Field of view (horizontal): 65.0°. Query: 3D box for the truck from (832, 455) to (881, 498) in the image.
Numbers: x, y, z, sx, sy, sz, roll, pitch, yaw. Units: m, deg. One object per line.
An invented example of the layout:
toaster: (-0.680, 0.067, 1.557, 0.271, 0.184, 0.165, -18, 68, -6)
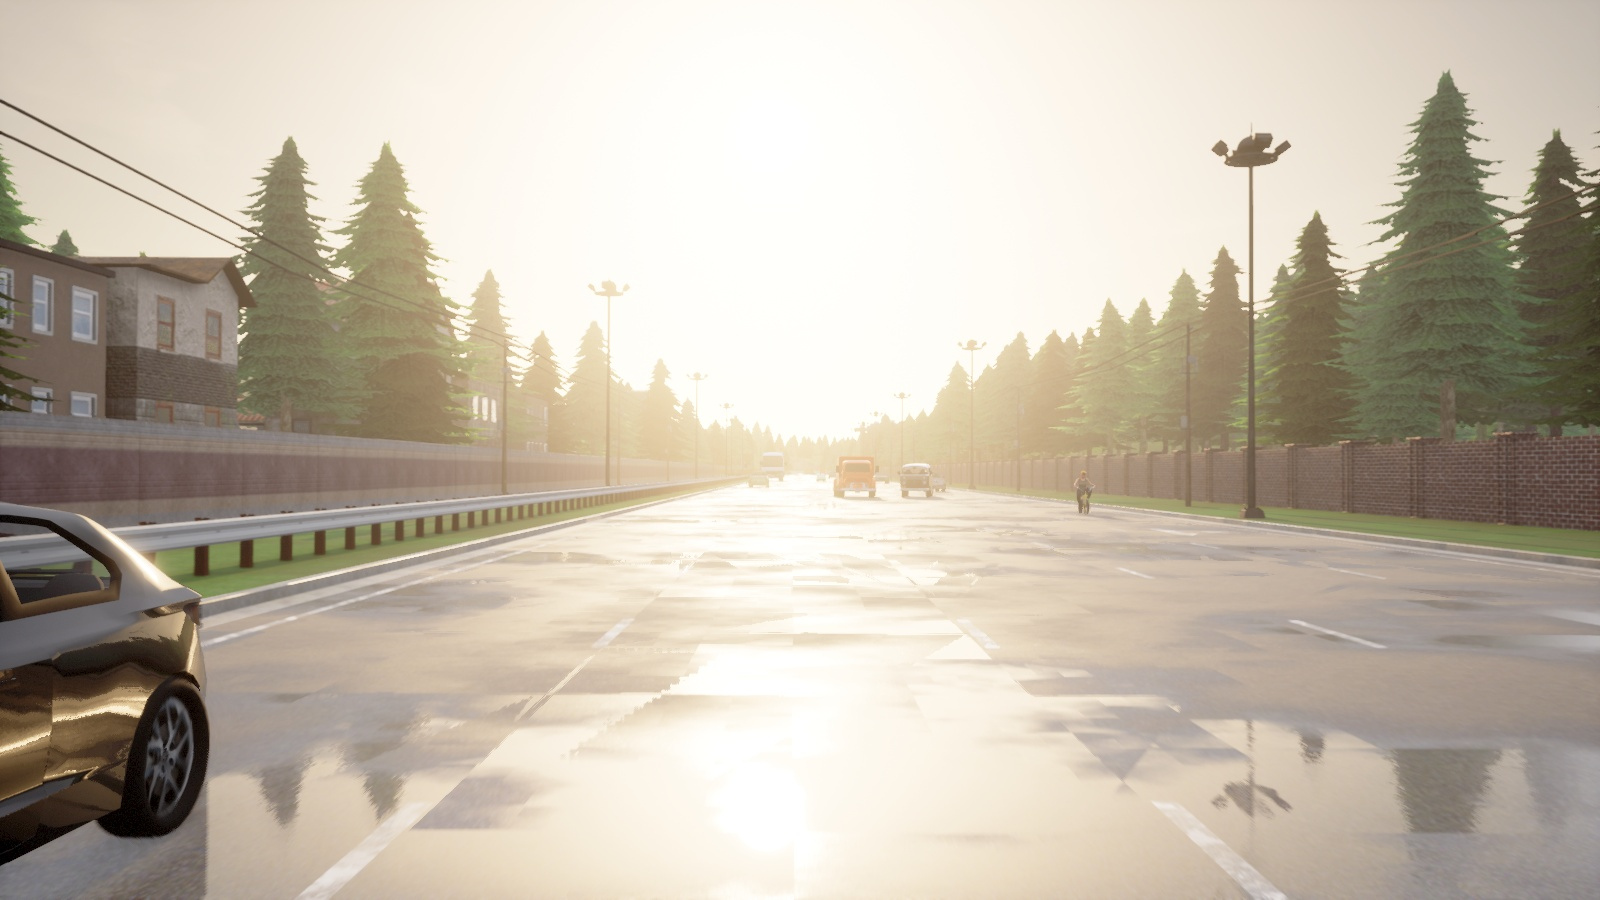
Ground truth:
truck: (3.325, 1.556, 74.855, 2.627, 2.467, 5.204, 0, -1, 0)

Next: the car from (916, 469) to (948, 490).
car: (10.221, 2.287, 97.292, 1.851, 1.617, 3.988, 0, -1, -4)

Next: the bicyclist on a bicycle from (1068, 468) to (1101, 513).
bicyclist on a bicycle: (10.398, 1.475, 45.960, 0.866, 1.612, 1.509, 0, -1, 0)

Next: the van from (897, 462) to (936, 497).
van: (7.056, 1.770, 75.910, 2.069, 2.038, 4.480, -1, -1, 9)

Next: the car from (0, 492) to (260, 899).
car: (-3.509, 0.907, 3.950, 1.816, 1.474, 4.193, 0, -1, 0)
